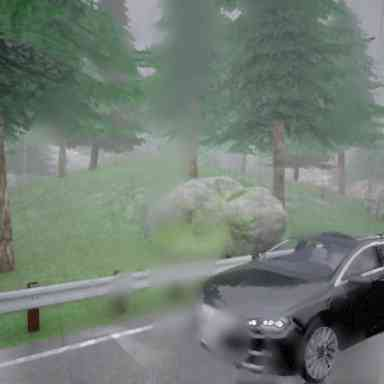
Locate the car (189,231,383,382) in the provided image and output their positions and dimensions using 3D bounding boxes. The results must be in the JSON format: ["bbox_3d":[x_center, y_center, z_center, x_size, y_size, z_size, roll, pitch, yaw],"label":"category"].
[{"bbox_3d":[2.238,1.453,5.452,4.902,1.511,2.128,0,0,-34],"label":"car"}]
